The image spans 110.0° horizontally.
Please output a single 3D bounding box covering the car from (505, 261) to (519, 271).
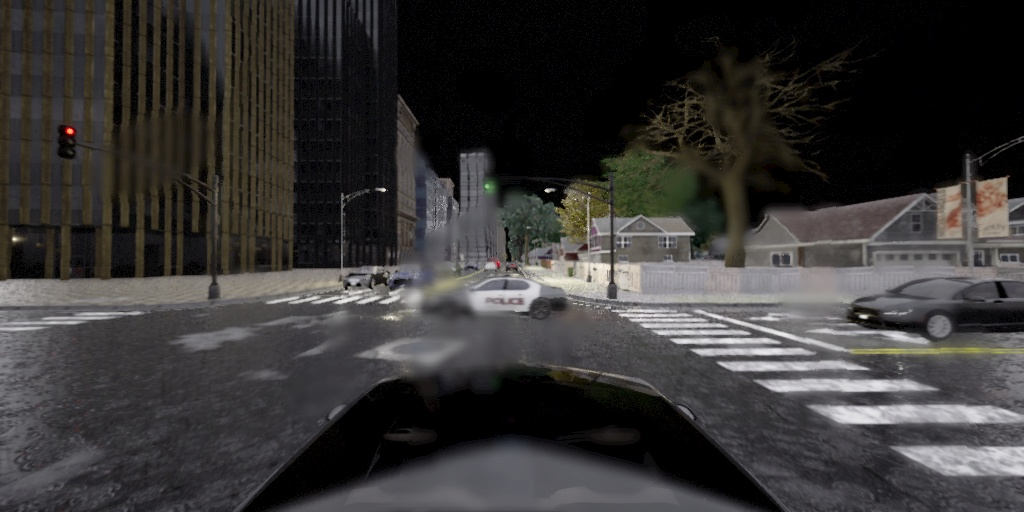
[{"bbox_3d":[-0.009,1.594,55.043,1.837,1.490,4.892,0,0,0],"label":"car"}]

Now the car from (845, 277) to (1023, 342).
[{"bbox_3d":[11.675,1.321,9.428,4.892,1.490,1.837,-1,-1,0],"label":"car"}]

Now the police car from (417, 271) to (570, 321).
[{"bbox_3d":[-0.537,1.419,12.700,4.974,1.542,2.038,0,-1,0],"label":"police car"}]

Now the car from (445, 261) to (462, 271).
[{"bbox_3d":[-9.760,1.665,60.046,2.128,1.511,4.902,0,0,0],"label":"car"}]

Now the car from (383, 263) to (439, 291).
[{"bbox_3d":[-6.600,1.298,24.020,2.097,1.767,4.553,0,0,0],"label":"car"}]

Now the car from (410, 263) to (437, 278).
[{"bbox_3d":[-9.837,1.550,40.365,1.837,1.490,4.892,0,0,0],"label":"car"}]

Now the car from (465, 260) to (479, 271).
[{"bbox_3d":[-6.526,1.485,58.358,2.097,1.767,4.553,0,0,0],"label":"car"}]

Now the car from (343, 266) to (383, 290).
[{"bbox_3d":[-9.848,1.453,24.729,2.128,1.511,4.902,0,0,0],"label":"car"}]

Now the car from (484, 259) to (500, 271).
[{"bbox_3d":[-3.259,1.630,55.460,1.812,1.442,4.674,0,0,0],"label":"car"}]

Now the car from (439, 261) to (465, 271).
[{"bbox_3d":[-6.594,1.374,38.215,2.097,1.767,4.553,0,0,0],"label":"car"}]
